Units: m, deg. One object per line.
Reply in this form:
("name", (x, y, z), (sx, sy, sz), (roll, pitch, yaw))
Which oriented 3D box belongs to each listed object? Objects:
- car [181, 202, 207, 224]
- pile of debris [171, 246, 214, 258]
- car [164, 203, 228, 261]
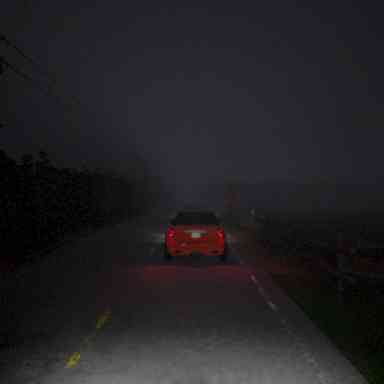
("car", (0.155, 1.587, 26.908), (1.882, 1.535, 5.008), (0, -1, 0))
("pile of debris", (0.028, 2.226, 12.405), (1.500, 0.140, 1.860), (0, 0, 0))
("car", (0.127, 1.404, 12.713), (2.097, 1.767, 4.553), (0, 0, 0))
